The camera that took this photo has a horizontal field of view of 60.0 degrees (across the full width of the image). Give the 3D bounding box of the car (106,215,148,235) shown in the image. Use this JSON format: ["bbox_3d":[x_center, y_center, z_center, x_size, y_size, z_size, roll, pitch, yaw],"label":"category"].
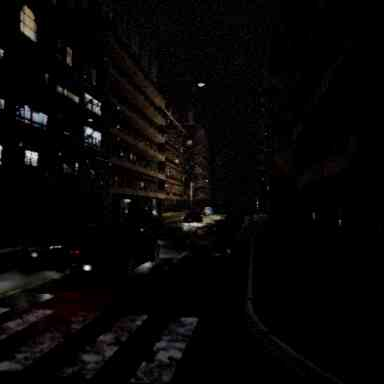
[{"bbox_3d":[-5.365,2.730,28.133,1.887,1.381,4.507,0,-2,10],"label":"car"}]

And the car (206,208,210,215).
[{"bbox_3d":[1.786,4.323,67.084,2.008,1.369,4.403,0,-2,10],"label":"car"}]

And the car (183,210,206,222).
[{"bbox_3d":[0.145,3.355,43.547,1.994,1.385,4.181,-1,-3,11],"label":"car"}]

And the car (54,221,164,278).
[{"bbox_3d":[-2.573,2.005,11.883,1.837,1.490,4.892,-1,-2,10],"label":"car"}]

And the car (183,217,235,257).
[{"bbox_3d":[0.906,2.156,15.886,1.752,1.417,4.829,0,-2,10],"label":"car"}]

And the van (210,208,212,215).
[{"bbox_3d":[3.829,4.571,78.223,1.690,1.788,3.998,0,-2,10],"label":"van"}]

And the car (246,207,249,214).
[{"bbox_3d":[11.050,4.192,71.152,2.192,1.841,5.009,0,-2,10],"label":"car"}]

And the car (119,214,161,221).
[{"bbox_3d":[-3.415,2.524,24.455,1.837,1.490,4.892,-1,-3,10],"label":"car"}]

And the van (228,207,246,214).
[{"bbox_3d":[4.920,2.853,37.764,1.690,1.788,3.998,0,-2,10],"label":"van"}]

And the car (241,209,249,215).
[{"bbox_3d":[13.123,4.869,82.440,1.752,1.417,4.829,0,-2,10],"label":"car"}]

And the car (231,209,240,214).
[{"bbox_3d":[11.615,5.175,89.146,2.033,1.411,5.357,-1,-3,10],"label":"car"}]

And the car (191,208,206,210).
[{"bbox_3d":[0.764,3.859,61.530,2.192,1.841,5.009,0,-2,10],"label":"car"}]

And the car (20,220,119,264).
[{"bbox_3d":[-5.255,2.108,14.441,2.128,1.511,4.902,-1,-2,10],"label":"car"}]

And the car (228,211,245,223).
[{"bbox_3d":[3.899,2.831,32.190,1.887,1.381,4.507,0,-2,10],"label":"car"}]

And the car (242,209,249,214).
[{"bbox_3d":[14.114,5.150,87.833,1.802,1.307,4.206,0,-2,10],"label":"car"}]

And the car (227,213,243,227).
[{"bbox_3d":[2.877,2.607,26.626,1.887,1.381,4.507,0,-2,10],"label":"car"}]

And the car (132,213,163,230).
[{"bbox_3d":[-4.374,2.929,33.531,1.752,1.417,4.829,0,-2,10],"label":"car"}]

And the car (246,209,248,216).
[{"bbox_3d":[5.942,3.289,43.320,2.008,1.369,4.403,0,-2,10],"label":"car"}]

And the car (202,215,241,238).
[{"bbox_3d":[1.855,2.389,21.060,2.008,1.369,4.403,0,-2,10],"label":"car"}]
